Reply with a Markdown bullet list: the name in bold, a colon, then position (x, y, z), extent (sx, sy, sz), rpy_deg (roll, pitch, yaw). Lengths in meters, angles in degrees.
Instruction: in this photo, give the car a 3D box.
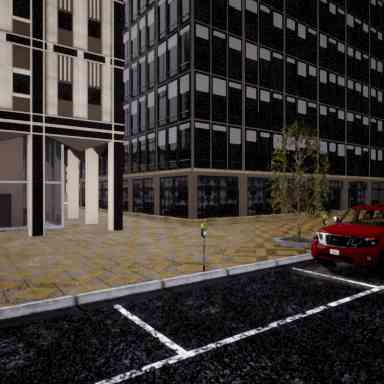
- **car**: position (5.917, 1.314, 10.516), extent (5.009, 1.841, 2.192), rpy_deg (0, 0, -36)
